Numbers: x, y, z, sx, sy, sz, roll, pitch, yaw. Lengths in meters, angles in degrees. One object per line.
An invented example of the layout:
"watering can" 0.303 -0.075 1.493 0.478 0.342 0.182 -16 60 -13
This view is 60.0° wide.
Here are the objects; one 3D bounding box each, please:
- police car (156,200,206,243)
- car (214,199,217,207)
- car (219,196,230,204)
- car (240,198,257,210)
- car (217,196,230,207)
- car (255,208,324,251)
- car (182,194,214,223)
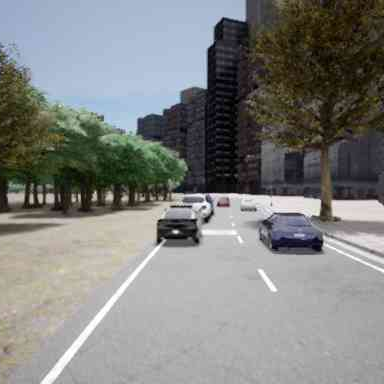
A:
"police car" -0.505 1.424 16.222 1.930 1.638 5.238 0 0 4
"car" 0.974 1.222 32.029 2.150 2.045 5.566 0 0 7
"car" 6.609 1.546 67.171 2.033 1.411 5.357 0 0 4
"car" 7.073 1.526 41.688 1.812 1.442 4.674 0 0 9
"car" 4.782 1.559 50.842 1.994 1.385 4.181 0 0 8
"car" 4.081 1.567 14.267 1.994 1.385 4.181 0 0 3
"car" 0.309 1.223 26.082 2.150 2.045 5.566 0 0 6
